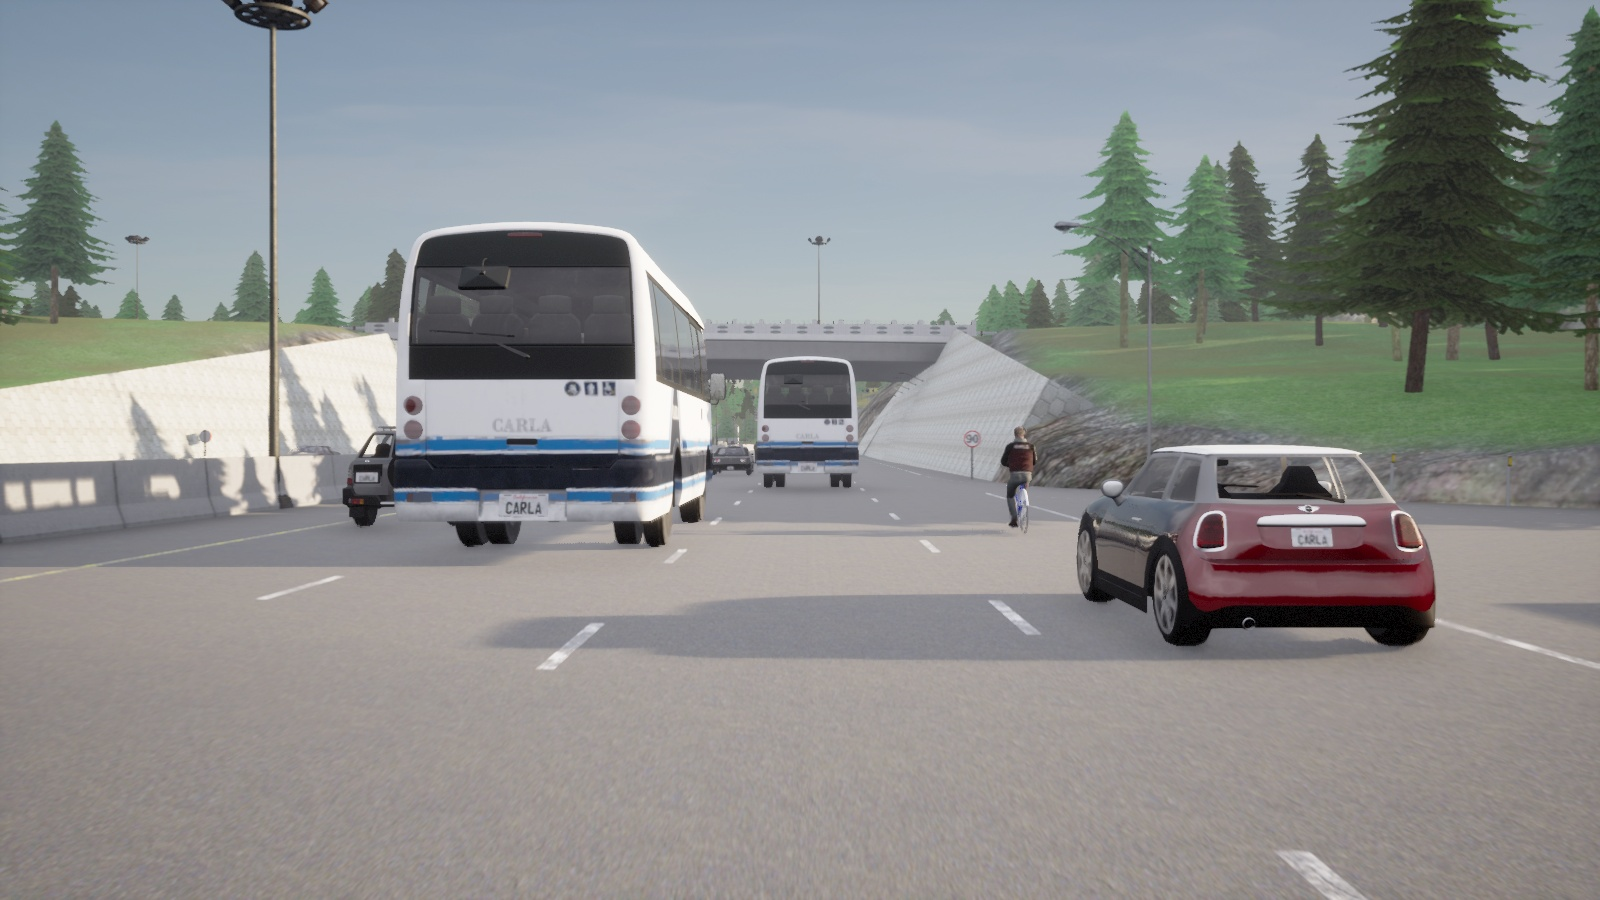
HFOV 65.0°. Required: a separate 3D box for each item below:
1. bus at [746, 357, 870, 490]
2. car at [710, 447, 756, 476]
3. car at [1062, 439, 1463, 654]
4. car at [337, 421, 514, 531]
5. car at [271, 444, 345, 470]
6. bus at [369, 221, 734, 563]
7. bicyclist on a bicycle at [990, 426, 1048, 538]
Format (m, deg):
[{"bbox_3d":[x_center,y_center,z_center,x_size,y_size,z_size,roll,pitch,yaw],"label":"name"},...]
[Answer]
[{"bbox_3d":[0.273,-0.884,45.104,3.944,4.253,10.273,0,0,0],"label":"bus"},{"bbox_3d":[-3.146,0.509,59.524,1.895,1.301,4.718,0,0,0],"label":"car"},{"bbox_3d":[3.575,0.655,10.533,1.970,1.475,3.806,0,0,0],"label":"car"},{"bbox_3d":[-6.851,0.425,23.517,1.932,1.855,4.605,0,0,0],"label":"car"},{"bbox_3d":[-27.584,0.374,70.541,2.033,1.411,5.357,0,0,0],"label":"car"},{"bbox_3d":[-3.365,-0.750,20.769,3.944,4.253,10.273,0,0,0],"label":"bus"},{"bbox_3d":[3.635,0.502,20.966,0.659,1.776,1.843,0,1,0],"label":"bicyclist on a bicycle"}]
